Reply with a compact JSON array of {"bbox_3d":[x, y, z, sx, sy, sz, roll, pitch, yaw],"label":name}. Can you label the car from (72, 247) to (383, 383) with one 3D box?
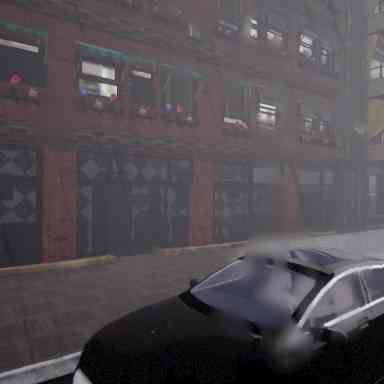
[{"bbox_3d":[1.162,1.492,3.902,4.902,1.511,2.128,0,0,-36],"label":"car"}]
